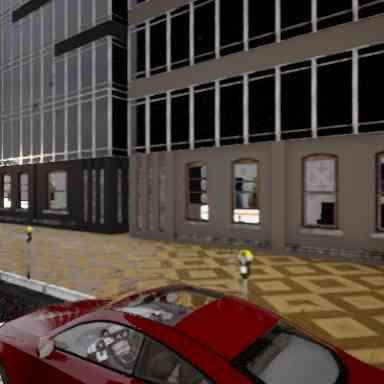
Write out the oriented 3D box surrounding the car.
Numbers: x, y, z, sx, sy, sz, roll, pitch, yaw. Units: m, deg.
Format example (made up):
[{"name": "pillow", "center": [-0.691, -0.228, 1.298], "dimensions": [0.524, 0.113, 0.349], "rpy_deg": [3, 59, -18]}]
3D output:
[{"name": "car", "center": [-0.349, 1.581, 3.124], "dimensions": [4.206, 1.307, 1.802], "rpy_deg": [0, 0, 35]}]
